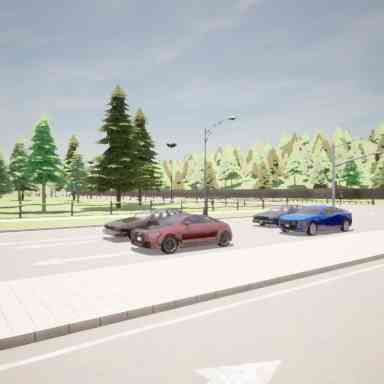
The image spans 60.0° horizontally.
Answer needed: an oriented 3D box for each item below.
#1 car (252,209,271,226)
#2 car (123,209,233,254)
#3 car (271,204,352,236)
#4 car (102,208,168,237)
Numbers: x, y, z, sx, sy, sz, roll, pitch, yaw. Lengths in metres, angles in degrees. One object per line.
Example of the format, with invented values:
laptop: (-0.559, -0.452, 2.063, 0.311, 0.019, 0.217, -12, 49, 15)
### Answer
car: (6.531, 1.547, 22.643, 5.357, 1.411, 2.033, 0, 0, -35)
car: (-0.345, 1.564, 13.546, 4.181, 1.385, 1.994, 0, 0, -36)
car: (6.990, 1.478, 18.700, 5.008, 1.535, 1.882, 0, 0, -35)
car: (-1.705, 1.547, 16.869, 5.357, 1.411, 2.033, 0, 0, -35)
